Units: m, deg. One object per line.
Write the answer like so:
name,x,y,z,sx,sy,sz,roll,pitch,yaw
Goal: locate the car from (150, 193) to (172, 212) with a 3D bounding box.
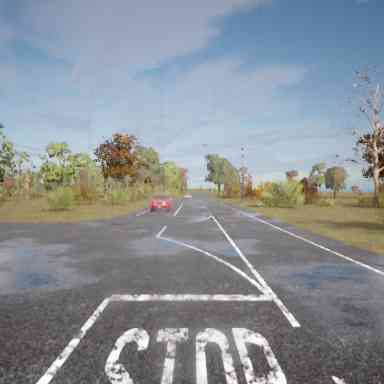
car,-3.415,1.185,37.829,2.150,2.045,5.566,0,0,0
